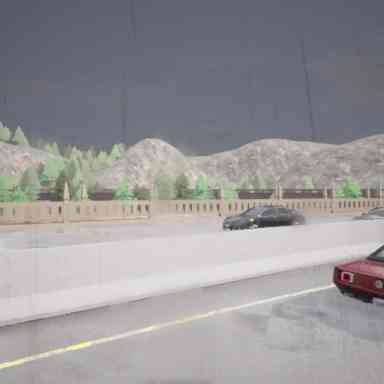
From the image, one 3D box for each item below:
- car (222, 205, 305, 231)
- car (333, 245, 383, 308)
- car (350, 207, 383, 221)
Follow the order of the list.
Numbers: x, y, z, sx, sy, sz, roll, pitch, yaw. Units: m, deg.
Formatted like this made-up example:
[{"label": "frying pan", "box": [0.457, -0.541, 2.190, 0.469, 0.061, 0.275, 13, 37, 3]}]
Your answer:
[{"label": "car", "box": [3.969, 1.504, 18.178, 4.892, 1.490, 1.837, 0, 0, -27]}, {"label": "car", "box": [5.132, 1.600, 6.714, 4.718, 1.301, 1.895, 0, 0, -30]}, {"label": "car", "box": [10.343, 1.504, 17.350, 4.892, 1.490, 1.837, 0, 0, -24]}]
